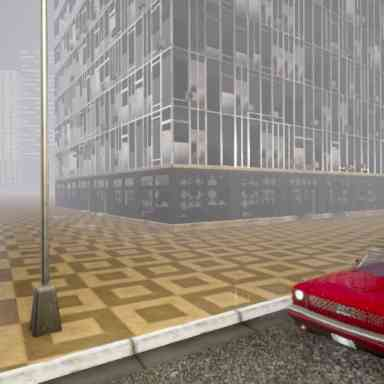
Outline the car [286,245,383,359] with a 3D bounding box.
[{"bbox_3d":[3.747,1.600,5.533,4.718,1.301,1.895,0,0,-35],"label":"car"}]
